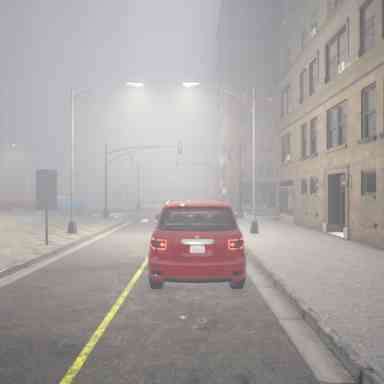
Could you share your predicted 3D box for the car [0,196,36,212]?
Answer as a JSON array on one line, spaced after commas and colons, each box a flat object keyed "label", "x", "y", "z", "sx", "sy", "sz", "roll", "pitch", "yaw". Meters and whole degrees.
[{"label": "car", "x": -20.263, "y": 1.368, "z": 38.918, "sx": 5.009, "sy": 1.841, "sz": 2.192, "roll": 0, "pitch": 0, "yaw": -1}]

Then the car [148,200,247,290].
[{"label": "car", "x": 0.121, "y": 1.223, "z": 9.234, "sx": 2.150, "sy": 2.045, "sz": 5.566, "roll": 0, "pitch": 0, "yaw": 0}]

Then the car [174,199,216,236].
[{"label": "car", "x": 0.149, "y": 1.357, "z": 18.996, "sx": 2.097, "sy": 1.767, "sz": 4.553, "roll": 0, "pitch": 0, "yaw": 0}]

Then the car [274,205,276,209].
[{"label": "car", "x": 12.222, "y": 1.536, "z": 39.325, "sx": 4.829, "sy": 1.417, "sz": 1.752, "roll": 0, "pitch": 0, "yaw": -1}]

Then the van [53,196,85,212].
[{"label": "van", "x": -14.622, "y": 1.395, "z": 38.989, "sx": 3.998, "sy": 1.788, "sz": 1.690, "roll": 0, "pitch": 0, "yaw": -1}]
